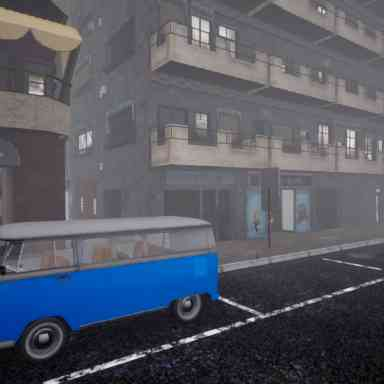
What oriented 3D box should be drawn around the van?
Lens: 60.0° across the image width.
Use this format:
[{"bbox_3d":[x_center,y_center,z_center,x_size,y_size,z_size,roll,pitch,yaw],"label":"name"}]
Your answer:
[{"bbox_3d":[-1.416,1.341,5.557,3.998,1.788,1.690,0,0,-35],"label":"van"}]
